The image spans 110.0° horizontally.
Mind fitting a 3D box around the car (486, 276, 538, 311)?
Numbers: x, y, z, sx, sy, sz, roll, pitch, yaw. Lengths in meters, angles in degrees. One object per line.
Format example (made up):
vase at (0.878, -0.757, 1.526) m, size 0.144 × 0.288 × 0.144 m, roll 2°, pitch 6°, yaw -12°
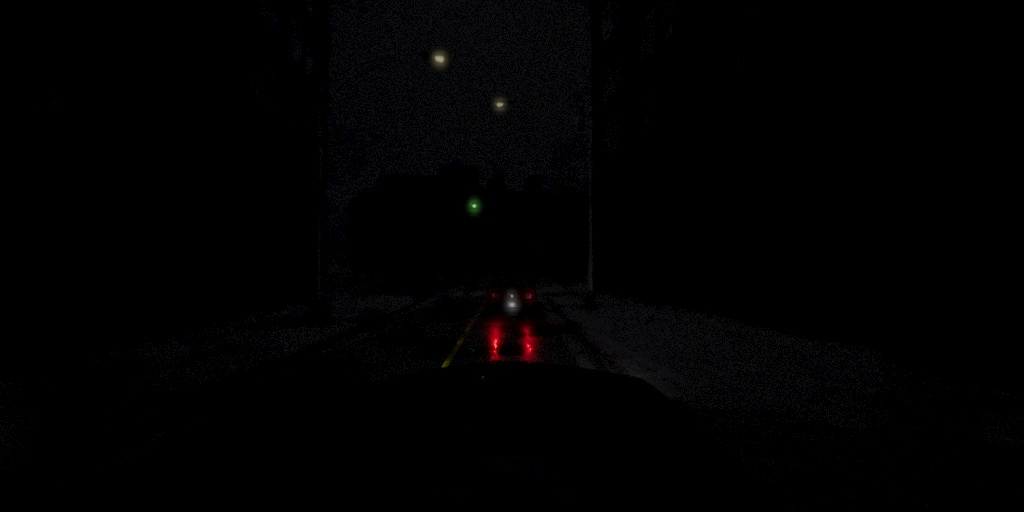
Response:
car at (0.023, 1.484, 15.117) m, size 1.895 × 1.301 × 4.718 m, roll 0°, pitch -1°, yaw 1°
